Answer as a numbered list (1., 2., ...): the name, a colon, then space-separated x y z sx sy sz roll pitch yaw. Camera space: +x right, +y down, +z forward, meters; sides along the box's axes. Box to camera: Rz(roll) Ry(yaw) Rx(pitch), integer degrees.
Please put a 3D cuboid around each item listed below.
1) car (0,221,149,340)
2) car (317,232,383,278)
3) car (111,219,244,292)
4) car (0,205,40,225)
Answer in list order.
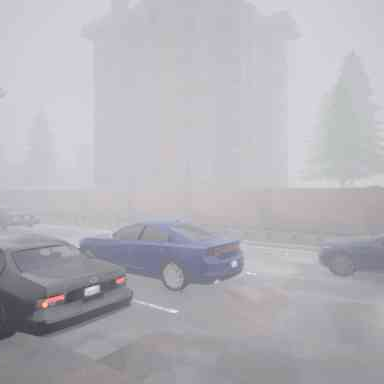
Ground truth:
1. car: -3.562 1.550 6.526 5.357 1.411 2.033 0 0 36
2. car: 5.687 1.525 8.498 4.674 1.442 1.812 0 0 36
3. car: -1.047 1.480 9.025 5.008 1.535 1.882 0 0 36
4. car: -11.709 1.557 20.935 5.357 1.411 2.033 0 0 36
